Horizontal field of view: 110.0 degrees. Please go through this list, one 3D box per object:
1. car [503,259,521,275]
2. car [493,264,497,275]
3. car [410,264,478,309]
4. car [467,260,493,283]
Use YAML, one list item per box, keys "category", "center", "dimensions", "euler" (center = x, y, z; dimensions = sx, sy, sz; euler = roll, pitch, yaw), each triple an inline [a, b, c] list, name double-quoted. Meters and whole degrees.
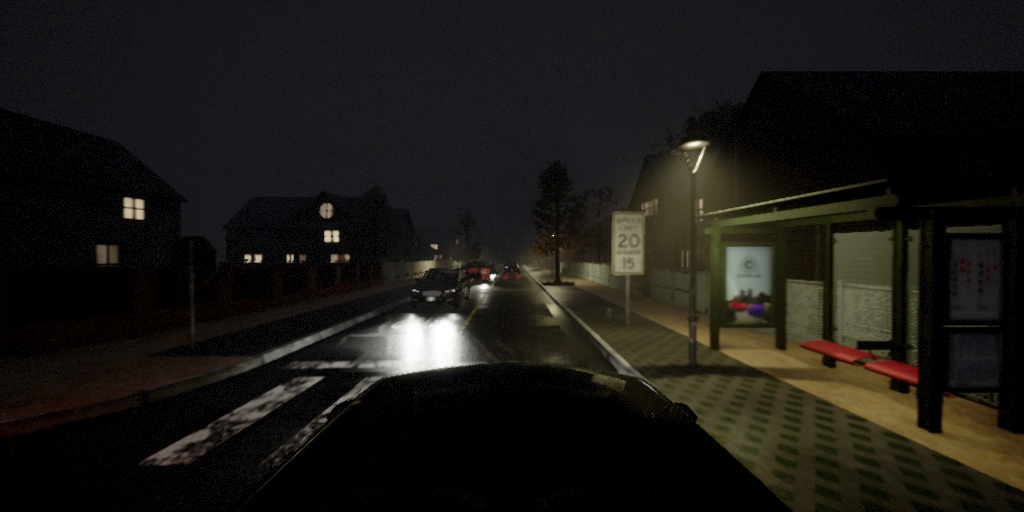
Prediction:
- category: "car"
  center: [0.002, 1.405, 42.243]
  dimensions: [1.812, 1.442, 4.674]
  euler: [0, 0, 0]
- category: "car"
  center: [-2.796, 1.442, 41.867]
  dimensions: [1.994, 1.385, 4.181]
  euler: [0, 0, 1]
- category: "car"
  center: [-2.850, 1.258, 15.089]
  dimensions: [2.128, 1.511, 4.902]
  euler: [0, 0, 0]
- category: "car"
  center: [-2.843, 1.161, 28.285]
  dimensions: [2.097, 1.767, 4.553]
  euler: [0, 0, 0]
